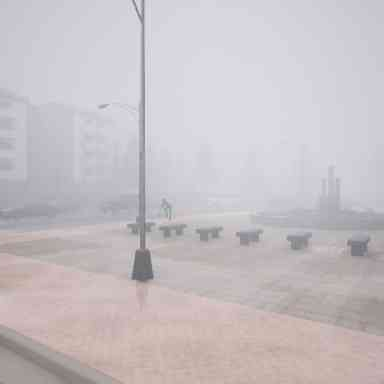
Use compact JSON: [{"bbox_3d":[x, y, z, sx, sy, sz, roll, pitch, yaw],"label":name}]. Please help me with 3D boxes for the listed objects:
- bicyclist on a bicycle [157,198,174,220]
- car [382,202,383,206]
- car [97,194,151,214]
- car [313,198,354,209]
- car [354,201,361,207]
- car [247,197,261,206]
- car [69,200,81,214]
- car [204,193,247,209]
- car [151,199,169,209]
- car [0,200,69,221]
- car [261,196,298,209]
[{"bbox_3d":[-2.003,1.301,24.805,1.656,1.620,0.582,0,0,33],"label":"bicyclist on a bicycle"},{"bbox_3d":[28.784,1.601,45.450,4.718,1.301,1.895,0,0,1],"label":"car"},{"bbox_3d":[-7.519,1.221,36.212,2.150,2.045,5.566,0,0,40],"label":"car"},{"bbox_3d":[18.525,1.505,44.302,4.892,1.490,1.837,0,0,-14],"label":"car"},{"bbox_3d":[22.159,1.601,48.654,4.718,1.301,1.895,0,0,-7],"label":"car"},{"bbox_3d":[8.807,1.507,52.456,4.892,1.490,1.837,1,0,-23],"label":"car"},{"bbox_3d":[-13.568,1.526,33.952,1.812,1.442,4.674,0,0,36],"label":"car"},{"bbox_3d":[4.368,1.222,46.287,5.566,2.045,2.150,0,0,-30],"label":"car"},{"bbox_3d":[-5.447,1.601,43.424,4.718,1.301,1.895,0,0,-42],"label":"car"},{"bbox_3d":[-13.523,1.547,27.988,2.033,1.411,5.357,0,0,33],"label":"car"},{"bbox_3d":[12.479,1.352,46.104,4.553,1.767,2.097,0,0,-22],"label":"car"}]
